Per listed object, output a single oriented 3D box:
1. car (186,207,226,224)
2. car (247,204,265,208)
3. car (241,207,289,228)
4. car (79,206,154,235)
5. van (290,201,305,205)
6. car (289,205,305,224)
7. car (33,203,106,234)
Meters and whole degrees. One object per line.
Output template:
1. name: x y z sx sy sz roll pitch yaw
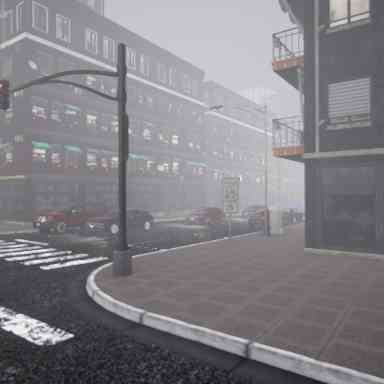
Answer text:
1. car: 1.367 2.042 29.765 1.812 1.442 4.674 0 -1 35
2. car: 7.349 2.212 38.237 1.837 1.490 4.892 0 -1 36
3. car: 5.828 2.063 26.132 1.802 1.307 4.206 -2 -2 35
4. car: -4.494 1.836 21.466 1.837 1.490 4.892 0 -1 35
5. van: 18.621 2.491 58.771 1.690 1.788 3.998 -2 -2 35
6. car: 9.103 2.136 30.779 2.008 1.369 4.403 -2 -2 35
7. car: -7.581 1.629 21.609 2.192 1.841 5.009 -2 -2 35
